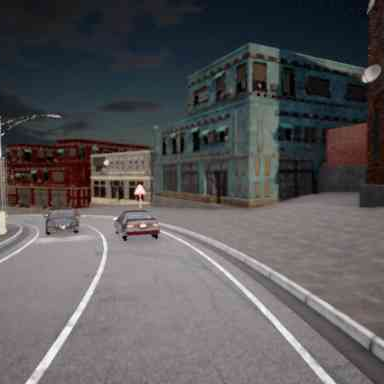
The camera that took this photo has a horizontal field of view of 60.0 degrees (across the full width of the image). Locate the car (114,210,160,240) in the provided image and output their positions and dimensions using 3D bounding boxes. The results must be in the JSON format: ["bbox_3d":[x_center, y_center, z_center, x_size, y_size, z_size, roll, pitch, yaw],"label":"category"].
[{"bbox_3d":[-3.114,1.693,18.173,2.033,1.411,5.357,-1,-1,-19],"label":"car"}]

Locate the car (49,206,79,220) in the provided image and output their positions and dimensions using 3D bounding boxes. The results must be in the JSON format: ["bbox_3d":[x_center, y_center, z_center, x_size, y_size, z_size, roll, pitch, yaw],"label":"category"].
[{"bbox_3d":[-15.206,2.438,39.341,1.895,1.301,4.718,-3,1,-40],"label":"car"}]

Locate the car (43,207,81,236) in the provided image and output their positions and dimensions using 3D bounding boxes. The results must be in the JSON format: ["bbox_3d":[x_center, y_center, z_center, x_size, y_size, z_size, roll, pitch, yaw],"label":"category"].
[{"bbox_3d":[-8.267,1.841,21.163,1.837,1.490,4.892,-1,-1,-23],"label":"car"}]
